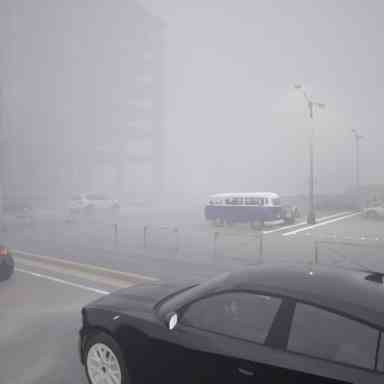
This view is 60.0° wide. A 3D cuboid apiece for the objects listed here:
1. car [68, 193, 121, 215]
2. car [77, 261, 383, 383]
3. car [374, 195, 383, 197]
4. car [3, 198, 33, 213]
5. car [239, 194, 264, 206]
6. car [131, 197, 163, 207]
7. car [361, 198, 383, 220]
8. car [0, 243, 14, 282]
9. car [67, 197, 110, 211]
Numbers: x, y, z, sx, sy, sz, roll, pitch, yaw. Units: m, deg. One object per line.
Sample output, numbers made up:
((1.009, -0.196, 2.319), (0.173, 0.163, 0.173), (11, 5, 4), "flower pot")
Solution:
((-9.765, 1.166, 33.695), (2.150, 2.045, 5.566), (0, 0, 35), "car")
((0.900, 1.478, 3.353), (5.008, 1.535, 1.882), (0, 0, 36), "car")
((17.981, 1.153, 29.262), (4.605, 1.855, 1.932), (0, 0, 36), "car")
((-18.723, 1.422, 33.525), (1.882, 1.535, 5.008), (0, 0, 35), "car")
((11.455, 1.545, 63.559), (1.895, 1.301, 4.718), (0, 0, 35), "car")
((-6.719, 1.492, 50.388), (2.033, 1.411, 5.357), (0, 0, 36), "car")
((14.757, 1.395, 24.709), (3.806, 1.475, 1.970), (0, 0, 36), "car")
((-6.422, 1.564, 8.561), (4.181, 1.385, 1.994), (0, 0, 36), "car")
((-12.882, 1.422, 41.730), (1.882, 1.535, 5.008), (0, 0, 35), "car")
